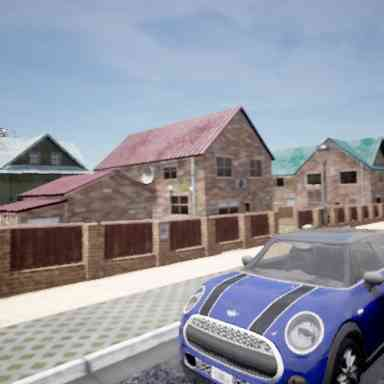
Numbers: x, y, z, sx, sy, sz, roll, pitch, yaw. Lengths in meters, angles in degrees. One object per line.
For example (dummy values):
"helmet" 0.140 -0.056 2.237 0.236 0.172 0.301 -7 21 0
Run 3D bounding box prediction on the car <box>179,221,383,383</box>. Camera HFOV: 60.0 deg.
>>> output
"car" 1.937 1.427 5.207 4.553 1.767 2.097 0 -1 -44
